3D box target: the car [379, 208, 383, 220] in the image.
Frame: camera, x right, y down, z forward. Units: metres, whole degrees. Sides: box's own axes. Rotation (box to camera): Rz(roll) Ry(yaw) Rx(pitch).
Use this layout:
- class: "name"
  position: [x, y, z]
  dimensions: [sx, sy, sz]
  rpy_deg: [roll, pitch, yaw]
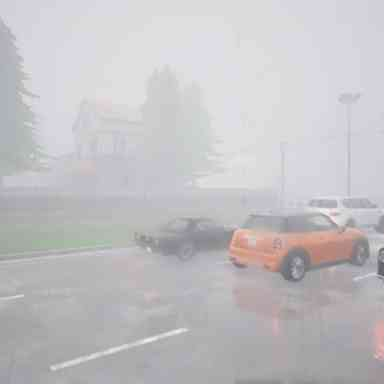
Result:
- class: "car"
  position: [10.773, 1.463, 15.313]
  dimensions: [5.008, 1.535, 1.882]
  rpy_deg: [0, 0, -36]

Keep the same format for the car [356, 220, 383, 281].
- class: "car"
  position: [6.201, 1.482, 7.724]
  dimensions: [4.902, 1.511, 2.128]
  rpy_deg: [0, 0, -36]

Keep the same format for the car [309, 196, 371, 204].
- class: "car"
  position: [8.332, 1.208, 17.866]
  dimensions: [5.566, 2.045, 2.150]
  rpy_deg: [0, 0, -36]

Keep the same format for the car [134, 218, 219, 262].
- class: "car"
  position: [0.402, 1.595, 12.167]
  dimensions: [4.718, 1.301, 1.895]
  rpy_deg: [0, 0, -36]

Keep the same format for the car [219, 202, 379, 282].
- class: "car"
  position: [3.318, 1.345, 9.967]
  dimensions: [4.553, 1.767, 2.097]
  rpy_deg: [0, 0, -36]
